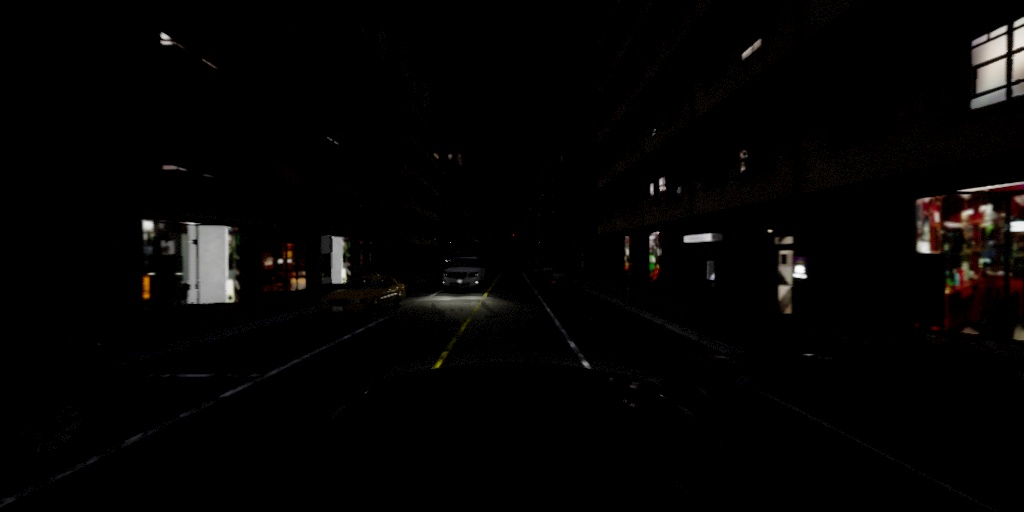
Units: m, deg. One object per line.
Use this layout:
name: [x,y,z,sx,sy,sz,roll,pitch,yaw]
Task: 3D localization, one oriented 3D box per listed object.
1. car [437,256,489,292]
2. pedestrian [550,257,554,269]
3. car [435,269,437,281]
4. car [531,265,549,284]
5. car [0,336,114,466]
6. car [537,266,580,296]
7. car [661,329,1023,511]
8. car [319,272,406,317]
car: [-2.857,1.031,22.339,2.150,2.045,5.566,0,0,0]
pedestrian: [5.991,1.046,53.232,0.375,1.860,0.375,-1,1,0]
car: [-5.327,1.383,30.489,2.007,1.370,4.403,0,0,0]
car: [2.556,1.362,24.946,1.888,1.381,4.507,0,0,0]
car: [-5.316,1.317,2.232,1.948,1.339,4.313,0,0,0]
car: [2.558,1.383,19.281,1.802,1.307,4.207,0,0,0]
car: [2.564,1.192,2.288,1.967,1.591,4.097,0,0,0]
car: [-5.320,1.310,13.365,1.751,1.417,4.829,0,0,0]
